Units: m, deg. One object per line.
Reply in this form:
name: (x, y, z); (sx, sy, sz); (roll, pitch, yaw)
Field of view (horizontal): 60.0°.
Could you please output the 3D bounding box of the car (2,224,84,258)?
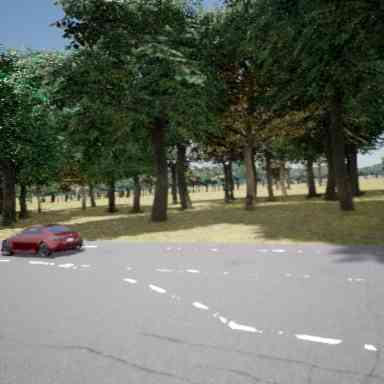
car: (-7.248, 2.262, 16.087); (4.181, 1.385, 1.994); (-4, 0, 30)
